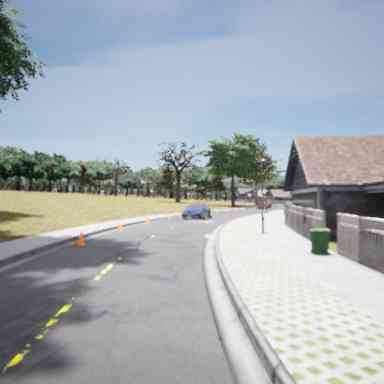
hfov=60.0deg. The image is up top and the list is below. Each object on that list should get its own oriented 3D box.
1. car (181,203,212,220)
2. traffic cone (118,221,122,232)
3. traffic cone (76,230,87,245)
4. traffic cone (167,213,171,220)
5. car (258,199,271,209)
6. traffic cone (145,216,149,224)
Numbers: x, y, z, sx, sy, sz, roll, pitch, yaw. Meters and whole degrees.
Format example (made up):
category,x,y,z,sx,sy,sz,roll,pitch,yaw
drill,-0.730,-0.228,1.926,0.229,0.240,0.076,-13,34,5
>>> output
category,x,y,z,sx,sy,sz,roll,pitch,yaw
car,0.498,1.741,30.431,1.812,1.442,4.674,0,-1,18
traffic cone,-4.188,1.994,19.379,0.340,0.580,0.340,0,-1,8
traffic cone,-4.737,1.945,14.234,0.340,0.580,0.340,0,0,4
traffic cone,-2.016,2.145,29.490,0.340,0.580,0.340,0,-1,16
car,15.572,2.574,71.152,2.150,2.045,5.566,0,-2,22
traffic cone,-3.280,2.060,24.473,0.340,0.580,0.340,0,-1,12
